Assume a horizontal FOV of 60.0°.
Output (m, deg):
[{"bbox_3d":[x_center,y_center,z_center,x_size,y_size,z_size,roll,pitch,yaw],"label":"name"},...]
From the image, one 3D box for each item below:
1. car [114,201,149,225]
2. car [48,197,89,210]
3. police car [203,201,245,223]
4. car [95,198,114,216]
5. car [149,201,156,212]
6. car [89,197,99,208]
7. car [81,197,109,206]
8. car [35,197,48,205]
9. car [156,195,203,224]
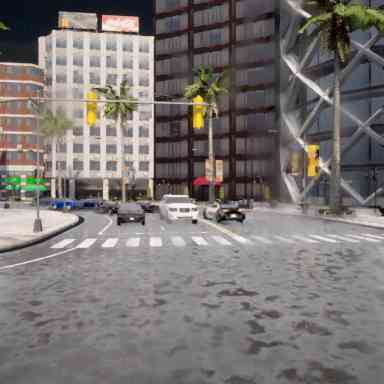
[{"bbox_3d":[-4.479,1.478,24.143,1.882,1.535,5.008,0,0,-13],"label":"car"},{"bbox_3d":[-15.710,1.478,42.179,5.008,1.535,1.882,0,0,36],"label":"car"},{"bbox_3d":[2.250,1.509,25.478,2.038,1.542,4.974,-1,0,-15],"label":"police car"},{"bbox_3d":[-7.845,1.601,33.353,1.895,1.301,4.718,0,0,-31],"label":"car"},{"bbox_3d":[-4.762,1.601,34.938,1.895,1.301,4.718,0,0,-30],"label":"car"},{"bbox_3d":[-13.095,1.601,44.608,4.718,1.301,1.895,0,0,37],"label":"car"},{"bbox_3d":[-16.023,1.564,54.749,4.181,1.385,1.994,0,0,28],"label":"car"},{"bbox_3d":[-25.281,1.564,58.471,4.181,1.385,1.994,0,0,15],"label":"car"},{"bbox_3d":[-1.121,1.221,25.259,2.150,2.045,5.566,0,0,-14],"label":"car"}]
